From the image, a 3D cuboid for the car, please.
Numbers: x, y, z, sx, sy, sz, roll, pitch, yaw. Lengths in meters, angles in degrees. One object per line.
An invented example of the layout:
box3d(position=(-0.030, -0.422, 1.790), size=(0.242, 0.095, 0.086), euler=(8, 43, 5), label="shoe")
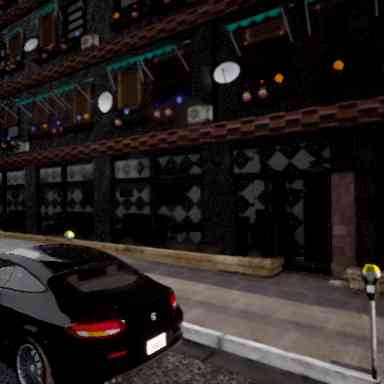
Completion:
box3d(position=(-2.271, 1.530, 5.057), size=(4.674, 1.442, 1.812), euler=(0, 0, 35), label="car")
